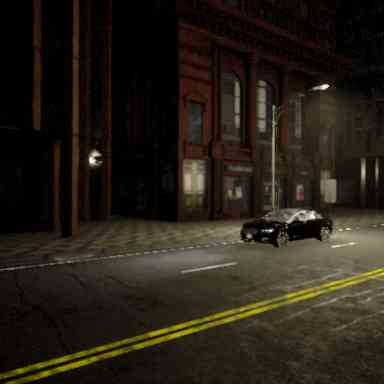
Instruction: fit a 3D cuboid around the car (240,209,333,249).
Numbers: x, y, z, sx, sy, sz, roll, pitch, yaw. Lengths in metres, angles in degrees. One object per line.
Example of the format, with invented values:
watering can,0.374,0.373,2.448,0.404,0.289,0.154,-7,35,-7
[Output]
car,4.282,1.509,14.734,4.902,1.511,2.128,0,0,-36
